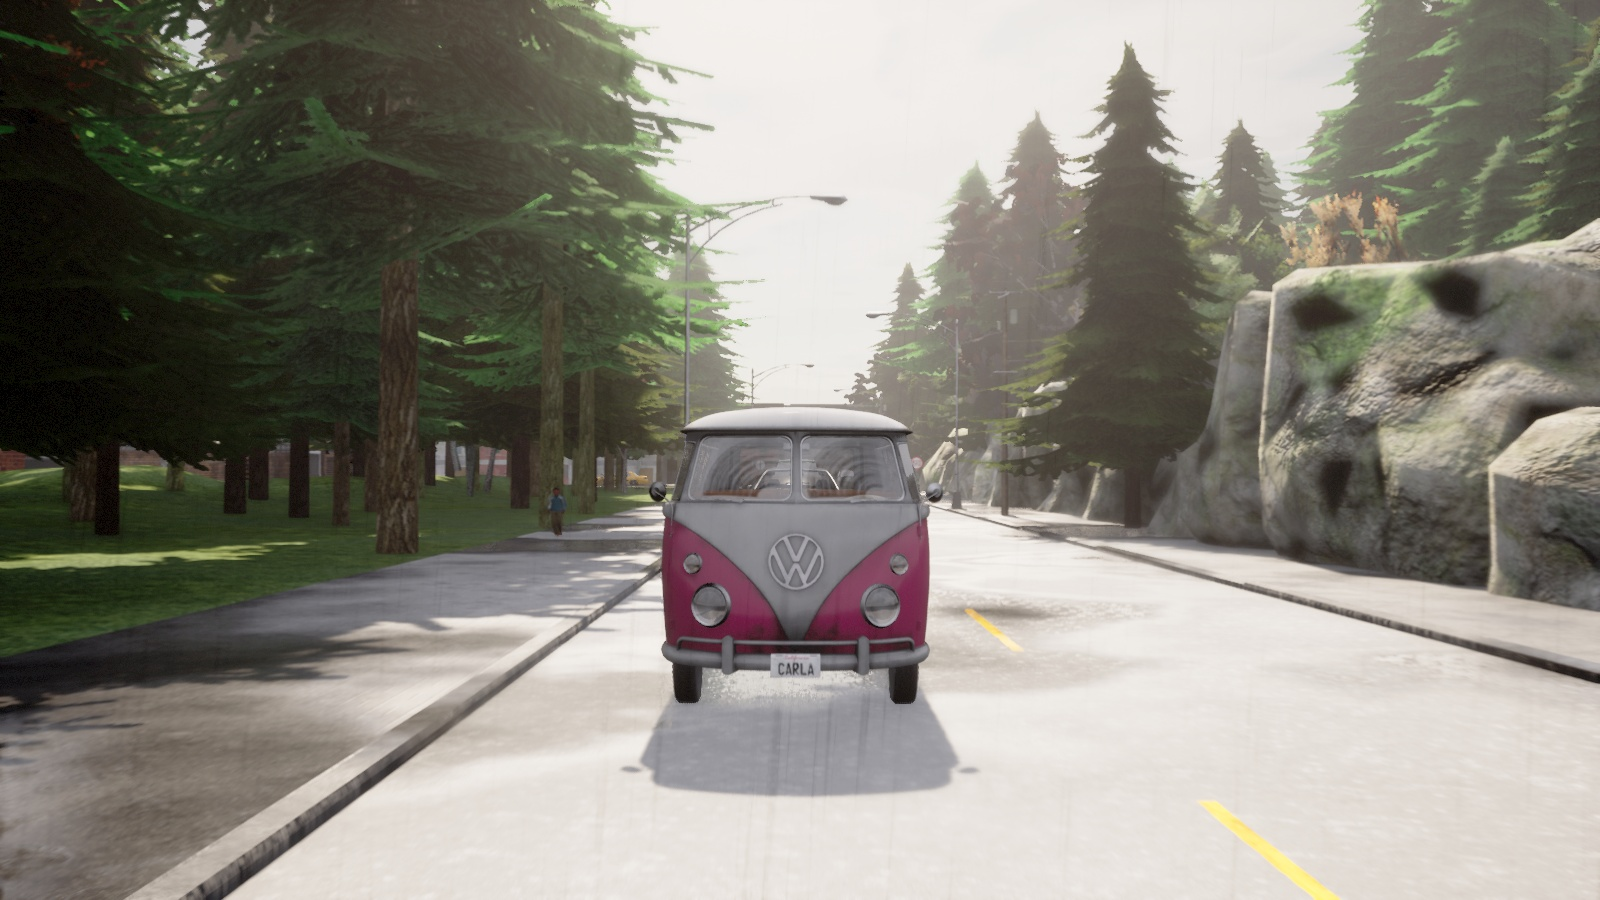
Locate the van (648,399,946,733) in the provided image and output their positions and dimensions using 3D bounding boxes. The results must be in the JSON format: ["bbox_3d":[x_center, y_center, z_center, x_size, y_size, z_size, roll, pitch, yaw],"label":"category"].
[{"bbox_3d":[-0.024,0.731,9.738,1.775,1.987,4.442,0,-1,0],"label":"van"}]

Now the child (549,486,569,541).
[{"bbox_3d":[-5.300,1.388,27.617,0.343,1.192,0.448,0,-1,1],"label":"child"}]
